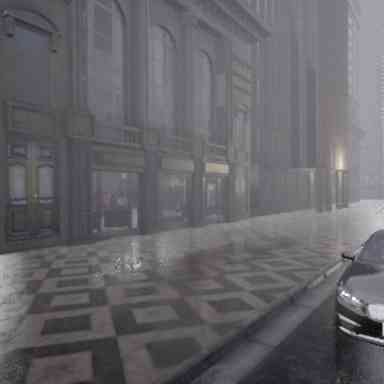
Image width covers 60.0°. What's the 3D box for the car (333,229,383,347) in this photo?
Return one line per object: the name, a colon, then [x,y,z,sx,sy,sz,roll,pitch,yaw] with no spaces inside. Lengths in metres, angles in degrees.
car: [4.033,1.488,6.115,2.128,1.511,4.902,0,0,36]
